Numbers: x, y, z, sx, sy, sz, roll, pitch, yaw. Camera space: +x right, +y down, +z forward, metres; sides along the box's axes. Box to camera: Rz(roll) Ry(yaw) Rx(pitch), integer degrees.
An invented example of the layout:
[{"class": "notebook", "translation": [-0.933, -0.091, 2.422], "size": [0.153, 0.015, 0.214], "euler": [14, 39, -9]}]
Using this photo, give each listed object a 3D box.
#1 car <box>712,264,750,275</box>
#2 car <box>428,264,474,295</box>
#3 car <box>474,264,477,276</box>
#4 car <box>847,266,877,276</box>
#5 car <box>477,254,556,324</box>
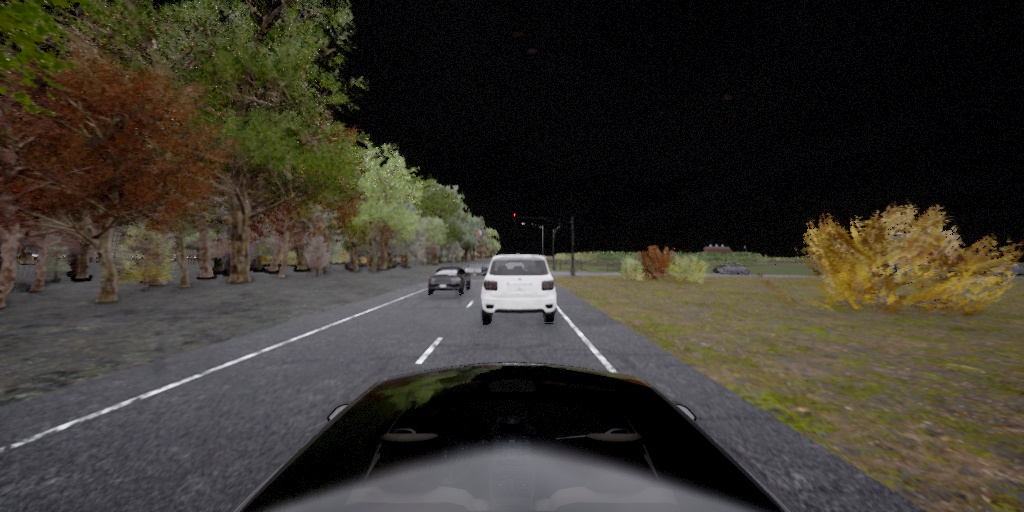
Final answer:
[{"class": "car", "translation": [28.331, 1.721, 46.460], "size": [4.181, 1.385, 1.994], "euler": [1, -1, 0]}, {"class": "car", "translation": [-3.395, 1.296, 19.872], "size": [1.812, 1.442, 4.674], "euler": [0, 0, 0]}, {"class": "car", "translation": [-3.390, 1.387, 34.736], "size": [1.895, 1.301, 4.718], "euler": [0, 0, 0]}, {"class": "car", "translation": [44.534, 1.686, 46.347], "size": [4.553, 1.767, 2.097], "euler": [1, -1, 1]}, {"class": "car", "translation": [0.126, 0.981, 12.241], "size": [2.150, 2.045, 5.566], "euler": [0, 0, -2]}]
